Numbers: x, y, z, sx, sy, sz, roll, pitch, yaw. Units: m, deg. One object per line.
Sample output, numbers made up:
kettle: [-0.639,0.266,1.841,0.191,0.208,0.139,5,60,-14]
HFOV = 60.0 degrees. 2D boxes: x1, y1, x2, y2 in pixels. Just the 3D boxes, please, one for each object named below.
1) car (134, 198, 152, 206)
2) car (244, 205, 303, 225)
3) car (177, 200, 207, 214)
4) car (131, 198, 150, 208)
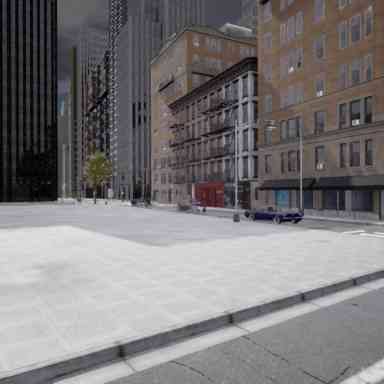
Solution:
car: [-9.212,1.812,61.895,1.837,1.490,4.892,0,-1,-27]
car: [6.019,1.686,24.957,1.895,1.301,4.718,0,0,-26]
car: [-0.110,1.651,37.371,2.128,1.511,4.902,0,0,-26]
car: [-8.733,1.787,55.049,2.128,1.511,4.902,0,0,-26]
